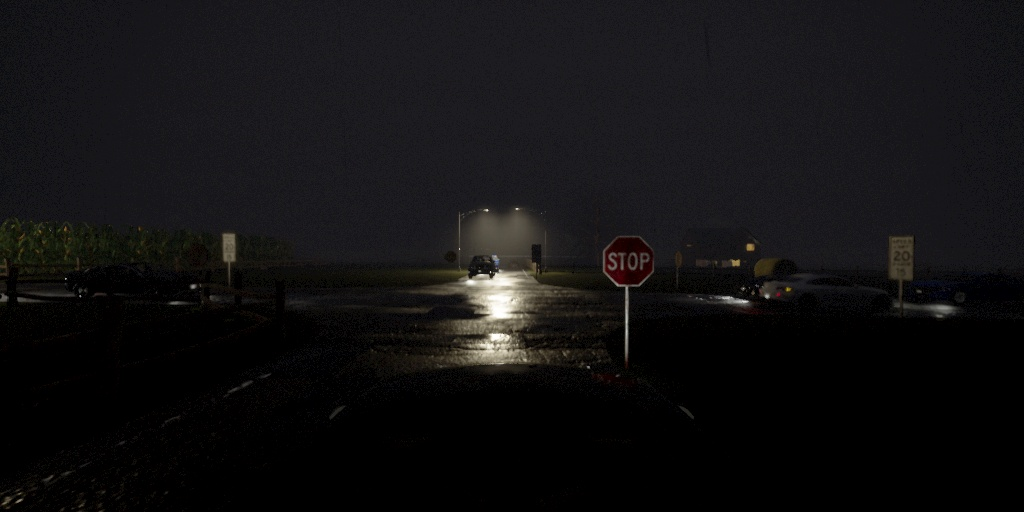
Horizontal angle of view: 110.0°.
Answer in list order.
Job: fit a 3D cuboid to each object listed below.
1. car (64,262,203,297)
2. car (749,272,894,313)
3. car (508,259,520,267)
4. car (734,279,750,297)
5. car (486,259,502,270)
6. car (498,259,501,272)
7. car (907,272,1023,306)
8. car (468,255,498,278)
[{"bbox_3d":[-16.329,1.038,15.627,4.902,1.511,2.128,1,1,0],"label":"car"},{"bbox_3d":[13.021,1.487,15.029,4.674,1.442,1.812,1,1,1],"label":"car"},{"bbox_3d":[0.328,1.220,62.646,1.837,1.490,4.892,0,0,0],"label":"car"},{"bbox_3d":[13.563,1.491,17.902,4.181,1.385,1.994,1,1,1],"label":"car"},{"bbox_3d":[-2.631,1.212,53.824,2.128,1.511,4.902,0,0,1],"label":"car"},{"bbox_3d":[-2.687,0.948,43.696,2.150,2.045,5.566,0,0,0],"label":"car"},{"bbox_3d":[22.700,1.538,17.720,5.008,1.535,1.882,1,1,1],"label":"car"},{"bbox_3d":[-2.729,0.953,33.334,2.150,2.045,5.566,0,0,0],"label":"car"}]
